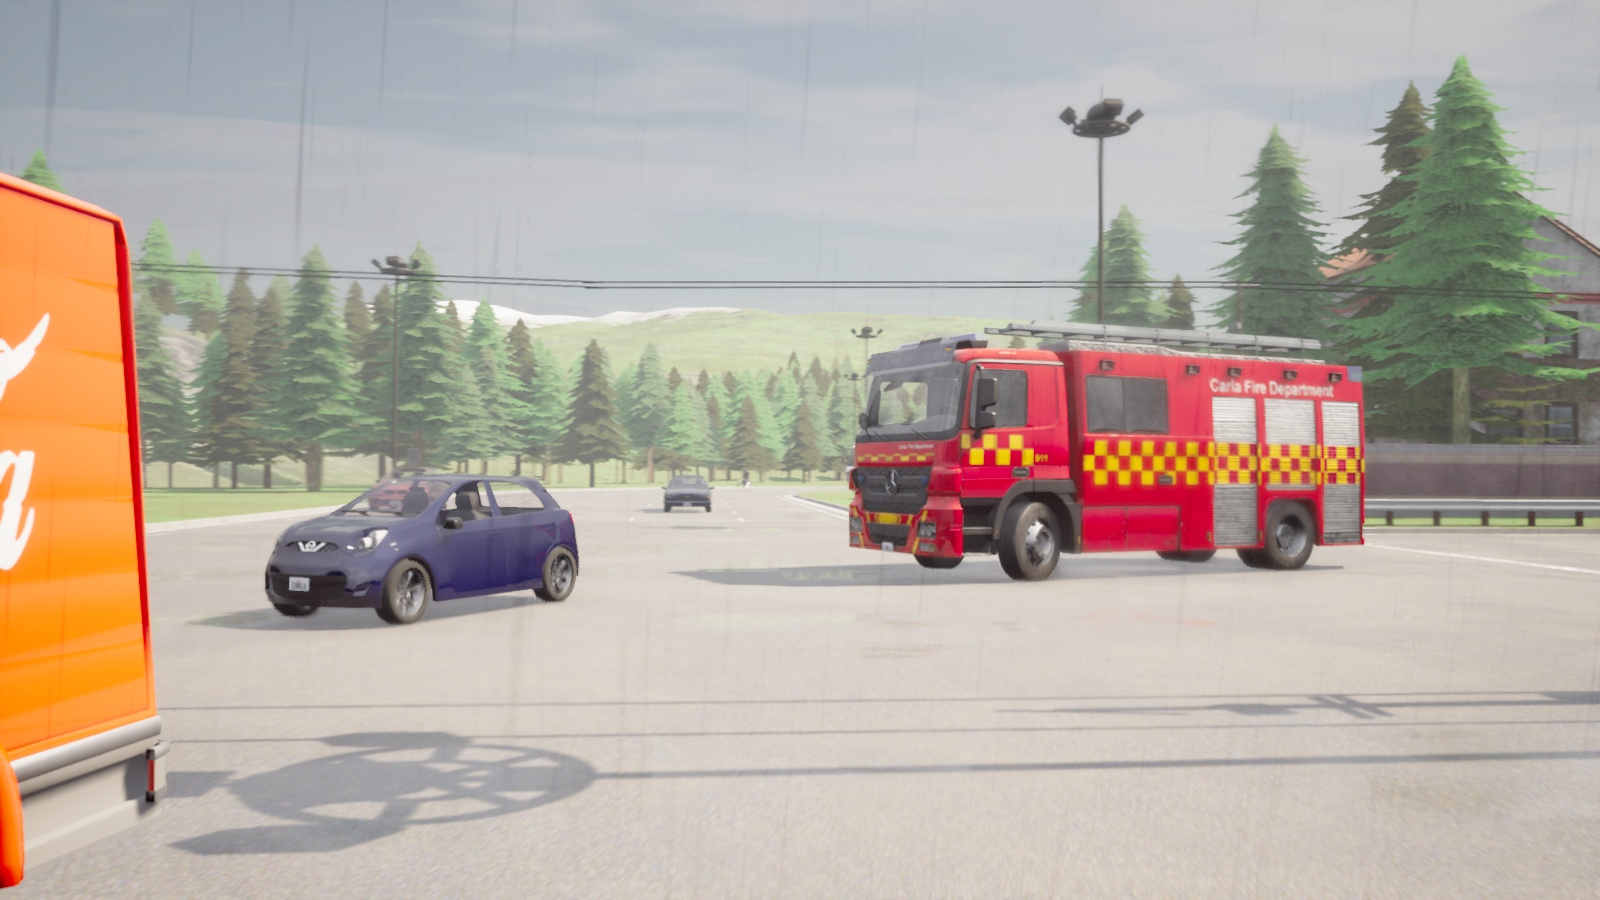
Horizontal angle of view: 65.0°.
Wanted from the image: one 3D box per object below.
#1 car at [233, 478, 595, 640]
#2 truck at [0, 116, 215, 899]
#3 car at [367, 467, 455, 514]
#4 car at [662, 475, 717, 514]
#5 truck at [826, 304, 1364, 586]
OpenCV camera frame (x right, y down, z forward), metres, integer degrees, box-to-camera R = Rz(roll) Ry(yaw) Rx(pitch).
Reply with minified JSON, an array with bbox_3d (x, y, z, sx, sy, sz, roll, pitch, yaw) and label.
[{"bbox_3d":[-4.080,1.074,13.866,1.845,1.501,3.633,-1,-1,25],"label":"car"},{"bbox_3d":[-3.475,0.366,1.697,2.627,2.467,5.204,-1,-1,5],"label":"truck"},{"bbox_3d":[-14.719,1.503,47.751,2.242,1.667,4.611,0,-1,-4],"label":"car"},{"bbox_3d":[-4.282,1.700,48.972,2.033,1.411,5.357,0,-1,-5],"label":"car"},{"bbox_3d":[4.853,-0.022,20.158,8.468,3.827,2.891,0,-1,-26],"label":"truck"}]
